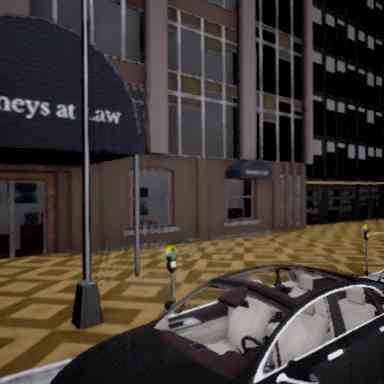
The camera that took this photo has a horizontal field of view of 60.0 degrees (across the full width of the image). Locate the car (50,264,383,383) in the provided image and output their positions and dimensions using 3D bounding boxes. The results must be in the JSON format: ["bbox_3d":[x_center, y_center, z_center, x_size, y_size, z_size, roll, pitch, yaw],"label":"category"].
[{"bbox_3d":[0.789,1.547,3.448,4.403,1.369,2.008,0,0,-35],"label":"car"}]
